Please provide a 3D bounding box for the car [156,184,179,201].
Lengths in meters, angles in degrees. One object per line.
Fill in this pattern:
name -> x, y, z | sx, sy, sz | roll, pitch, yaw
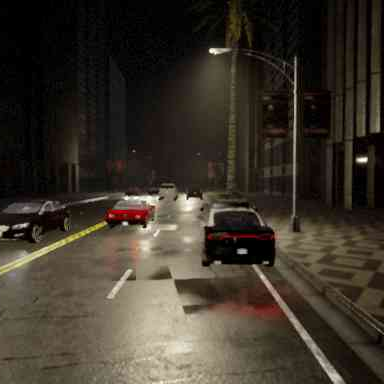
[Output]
car -> -2.907, -0.020, 42.080 | 2.150, 2.045, 5.566 | 0, 2, 0

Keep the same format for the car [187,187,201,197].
car -> 0.310, -0.014, 53.146 | 2.033, 1.411, 5.357 | 0, 2, 0

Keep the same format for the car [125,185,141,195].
car -> -9.492, 0.018, 53.867 | 1.895, 1.301, 4.718 | 0, 2, 1

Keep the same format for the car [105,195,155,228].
car -> -3.051, 1.077, 17.478 | 1.895, 1.301, 4.718 | 0, 2, 0

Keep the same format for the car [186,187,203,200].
car -> 0.341, 0.073, 43.438 | 2.097, 1.767, 4.553 | 0, 2, 0

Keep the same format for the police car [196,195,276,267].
police car -> 1.196, 1.112, 10.373 | 1.930, 1.638, 5.238 | 0, 2, 0

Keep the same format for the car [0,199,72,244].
car -> -6.523, 1.082, 13.591 | 2.128, 1.511, 4.902 | 0, 2, 0

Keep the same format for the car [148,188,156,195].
car -> -6.225, -0.039, 55.870 | 1.895, 1.301, 4.718 | 0, 2, 1
